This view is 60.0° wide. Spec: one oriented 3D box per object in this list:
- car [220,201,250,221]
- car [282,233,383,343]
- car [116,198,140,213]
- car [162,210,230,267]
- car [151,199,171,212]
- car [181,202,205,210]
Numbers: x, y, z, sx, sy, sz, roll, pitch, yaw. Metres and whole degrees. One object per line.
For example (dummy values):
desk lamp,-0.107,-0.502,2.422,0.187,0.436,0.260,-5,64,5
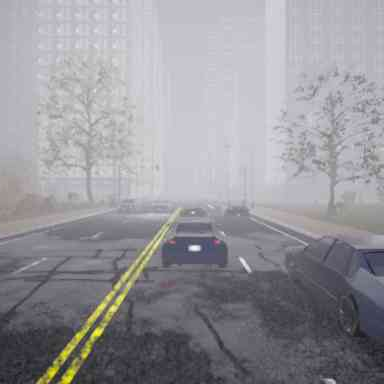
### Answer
car,3.335,1.415,26.149,2.128,1.511,4.902,0,0,0
car,3.312,1.531,6.490,2.033,1.411,5.357,0,0,0
car,-6.584,1.399,34.765,1.837,1.490,4.892,0,0,0
car,0.086,1.534,11.301,1.994,1.385,4.181,0,0,0
car,-3.330,1.490,36.405,1.895,1.301,4.718,0,0,0
car,0.086,1.486,26.604,1.994,1.385,4.181,0,0,0
